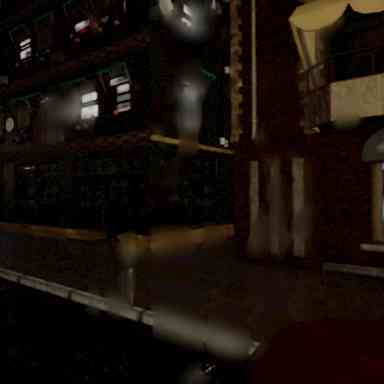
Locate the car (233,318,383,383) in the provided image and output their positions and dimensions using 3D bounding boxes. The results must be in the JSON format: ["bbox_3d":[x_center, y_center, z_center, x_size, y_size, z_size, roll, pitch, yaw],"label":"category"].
[{"bbox_3d":[2.442,1.326,1.113,5.009,1.841,2.192,1,-1,35],"label":"car"}]
